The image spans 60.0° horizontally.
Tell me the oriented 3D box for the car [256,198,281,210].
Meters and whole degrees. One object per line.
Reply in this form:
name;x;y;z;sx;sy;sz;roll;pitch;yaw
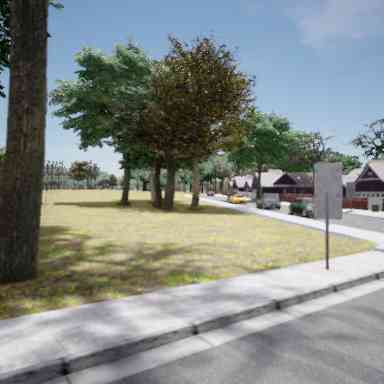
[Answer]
car;9.210;1.432;40.241;1.994;1.385;4.181;0;1;-6

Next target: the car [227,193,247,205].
car;7.596;1.209;54.616;1.882;1.535;5.008;0;1;-6

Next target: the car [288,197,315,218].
car;10.399;1.319;29.763;2.097;1.767;4.553;0;1;-6
